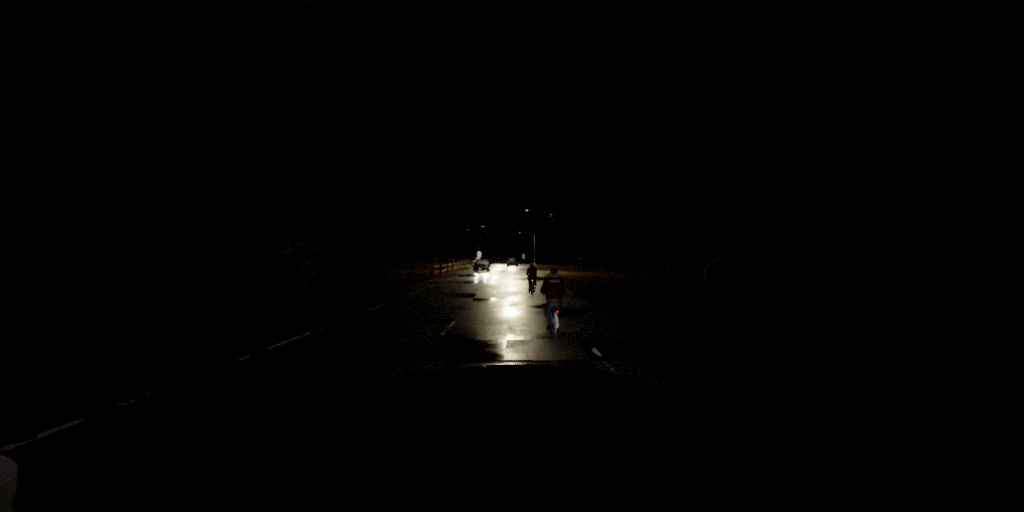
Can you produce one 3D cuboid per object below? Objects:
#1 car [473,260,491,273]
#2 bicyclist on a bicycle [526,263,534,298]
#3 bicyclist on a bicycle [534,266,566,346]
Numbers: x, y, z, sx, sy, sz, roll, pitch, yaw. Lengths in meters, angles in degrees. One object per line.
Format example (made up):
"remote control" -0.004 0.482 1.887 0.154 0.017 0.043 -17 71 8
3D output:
"car" -3.587 1.201 42.951 2.128 1.511 4.902 0 0 0
"bicyclist on a bicycle" 0.966 1.179 17.242 0.582 1.620 1.656 0 0 0
"bicyclist on a bicycle" 0.966 1.116 8.497 0.659 1.776 1.843 0 0 0
